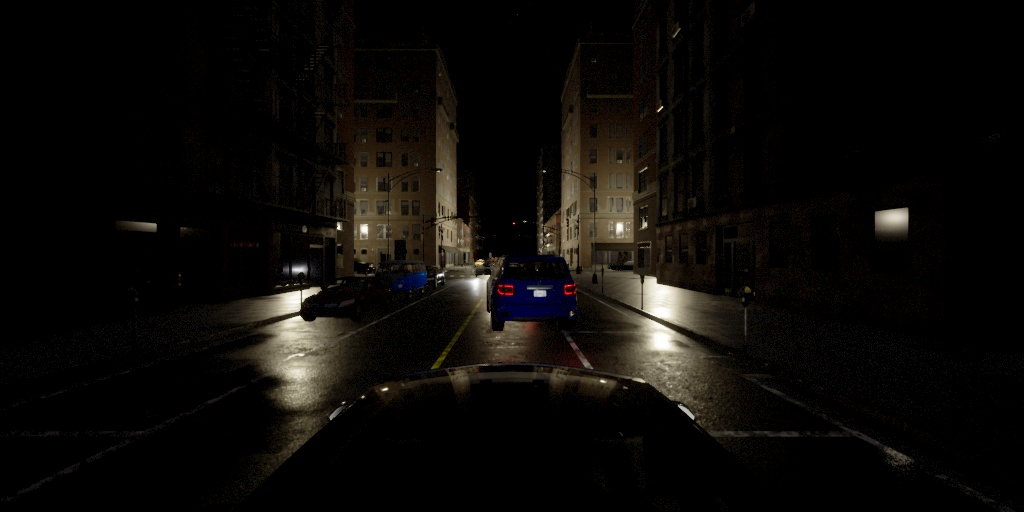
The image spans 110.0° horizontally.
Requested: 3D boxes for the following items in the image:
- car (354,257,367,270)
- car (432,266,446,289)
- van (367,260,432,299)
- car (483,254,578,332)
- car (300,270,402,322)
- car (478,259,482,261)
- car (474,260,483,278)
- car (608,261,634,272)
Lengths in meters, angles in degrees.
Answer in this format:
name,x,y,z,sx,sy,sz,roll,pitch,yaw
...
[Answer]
name,x,y,z,sx,sy,sz,roll,pitch,yaw
car,-18.212,1.064,40.095,5.566,2.045,2.150,0,0,0
car,-5.381,1.300,23.044,2.007,1.370,4.403,0,0,0
van,-5.385,1.090,17.638,1.690,1.789,3.998,0,0,0
car,0.365,0.971,11.070,2.150,2.045,5.566,0,0,-6
car,-5.389,1.331,12.231,1.802,1.307,4.207,0,0,0
car,-5.362,1.273,60.837,1.751,1.417,4.829,0,0,0
car,-2.242,1.350,34.552,1.895,1.301,4.718,0,0,8
car,14.057,1.263,43.082,4.718,1.301,1.895,0,0,0
